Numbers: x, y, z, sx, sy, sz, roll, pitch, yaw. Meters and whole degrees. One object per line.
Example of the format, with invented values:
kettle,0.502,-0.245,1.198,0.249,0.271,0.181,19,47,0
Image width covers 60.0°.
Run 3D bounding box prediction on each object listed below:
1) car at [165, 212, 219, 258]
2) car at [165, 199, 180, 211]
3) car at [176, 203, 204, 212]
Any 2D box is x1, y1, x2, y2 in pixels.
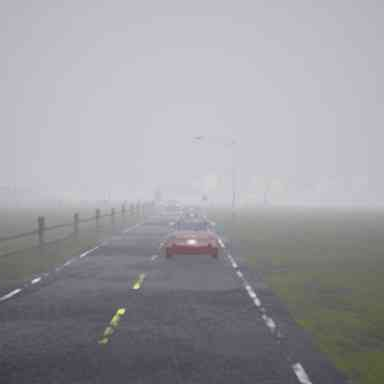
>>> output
car,0.016,1.712,13.483,1.994,1.385,4.181,0,-1,0
car,-2.772,1.866,48.644,2.097,1.767,4.553,0,0,0
car,0.007,1.844,27.513,2.033,1.411,5.357,0,-1,0
